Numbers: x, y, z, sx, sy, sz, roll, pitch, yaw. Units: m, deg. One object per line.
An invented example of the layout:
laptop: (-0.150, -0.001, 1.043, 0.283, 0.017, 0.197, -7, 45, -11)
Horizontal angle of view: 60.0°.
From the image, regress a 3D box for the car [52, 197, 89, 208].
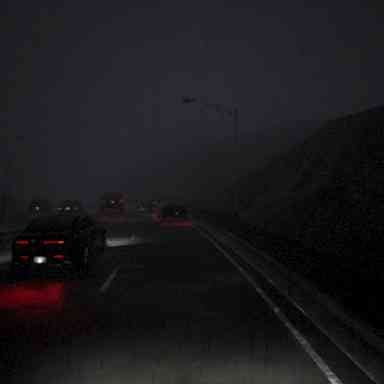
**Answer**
car: (-10.570, 1.375, 29.204, 2.033, 1.411, 5.357, 0, 0, -14)

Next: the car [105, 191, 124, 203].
car: (-13.666, 0.863, 58.472, 2.150, 2.045, 5.566, 0, 0, -26)

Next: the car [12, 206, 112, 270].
car: (-4.030, 1.441, 10.798, 1.837, 1.490, 4.892, 0, 0, -5)

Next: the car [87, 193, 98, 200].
car: (-21.665, 0.900, 73.127, 1.812, 1.442, 4.674, 0, 0, -34)

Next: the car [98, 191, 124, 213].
car: (-8.105, 1.016, 33.564, 2.150, 2.045, 5.566, 0, 0, -15)

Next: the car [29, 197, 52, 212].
car: (-15.723, 1.307, 34.718, 1.837, 1.490, 4.892, 0, 0, -16)

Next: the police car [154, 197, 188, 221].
police car: (-1.567, 1.259, 25.613, 1.930, 1.638, 5.238, 0, 0, -11)

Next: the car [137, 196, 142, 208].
car: (-5.670, 1.217, 41.300, 1.882, 1.535, 5.008, 0, 0, -18)

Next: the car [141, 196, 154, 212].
car: (-3.902, 1.279, 35.436, 1.837, 1.490, 4.892, 0, 0, -15)
